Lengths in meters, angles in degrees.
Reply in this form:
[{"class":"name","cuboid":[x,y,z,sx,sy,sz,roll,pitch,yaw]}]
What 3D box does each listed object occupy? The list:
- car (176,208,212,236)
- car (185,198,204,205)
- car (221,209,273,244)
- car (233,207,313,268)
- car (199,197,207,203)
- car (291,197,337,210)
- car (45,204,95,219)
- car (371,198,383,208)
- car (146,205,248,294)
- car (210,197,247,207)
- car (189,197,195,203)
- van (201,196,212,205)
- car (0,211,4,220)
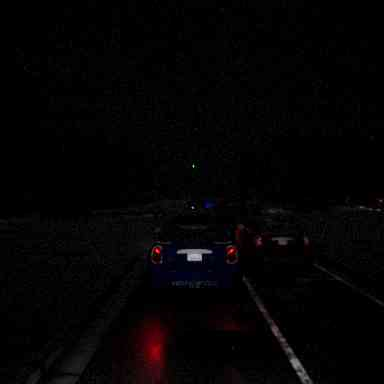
[{"class":"car","cuboid":[0.100,1.699,20.127,1.895,1.301,4.718,0,0,0]},{"class":"car","cuboid":[0.102,1.773,40.011,1.994,1.385,4.181,0,0,0]},{"class":"car","cuboid":[2.630,1.648,16.936,1.947,1.339,4.313,-1,0,0]},{"class":"car","cuboid":[2.628,1.495,11.535,1.967,1.590,4.097,-1,0,0]},{"class":"car","cuboid":[2.632,2.033,81.138,1.887,1.381,4.507,-1,0,0]},{"class":"car","cuboid":[13.572,1.301,37.039,4.892,1.490,1.837,-1,0,0]},{"class":"car","cuboid":[-12.460,1.981,34.077,4.902,1.511,2.128,-2,0,1]},{"class":"car","cuboid":[22.525,0.934,37.042,4.553,1.767,2.097,-1,0,0]},{"class":"car","cuboid":[0.035,1.395,9.069,2.097,1.767,4.553,0,0,0]},{"class":"car","cuboid":[2.627,1.426,22.340,2.192,1.841,5.009,-1,0,0]},{"class":"car","cuboid":[0.006,2.075,89.229,1.812,1.442,4.674,0,0,0]},{"class":"van","cuboid":[2.628,1.604,48.701,1.690,1.788,3.998,-1,0,0]},{"class":"car","cuboid":[-21.953,2.246,34.062,5.008,1.535,1.882,-2,0,0]}]
